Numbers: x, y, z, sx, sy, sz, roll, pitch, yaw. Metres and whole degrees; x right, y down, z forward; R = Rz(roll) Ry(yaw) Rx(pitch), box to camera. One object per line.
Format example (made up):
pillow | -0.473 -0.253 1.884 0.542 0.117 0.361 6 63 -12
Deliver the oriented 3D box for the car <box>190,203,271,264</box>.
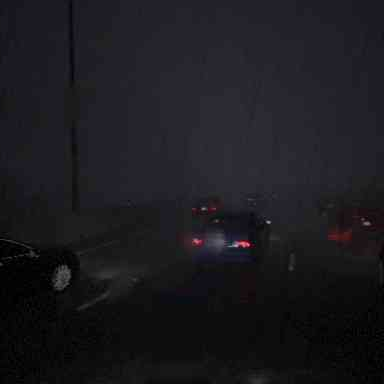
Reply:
car | 1.482 1.313 11.013 2.033 1.411 5.357 -1 1 18

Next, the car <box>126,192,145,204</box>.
car | -7.741 0.797 46.087 1.812 1.442 4.674 -1 1 -2

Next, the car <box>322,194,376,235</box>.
car | 7.586 1.051 15.688 1.882 1.535 5.008 -1 1 15

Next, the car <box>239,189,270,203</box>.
car | 5.823 0.798 31.628 2.128 1.511 4.902 -1 1 7

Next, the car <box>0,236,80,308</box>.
car | -4.123 1.462 5.936 1.837 1.490 4.892 0 1 22

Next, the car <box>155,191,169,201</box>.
car | -4.291 0.695 47.213 1.837 1.490 4.892 -1 1 -3

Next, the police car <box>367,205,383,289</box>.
police car | 4.334 1.249 5.315 1.930 1.638 5.238 -1 1 20

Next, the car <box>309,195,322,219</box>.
car | 9.048 0.933 22.115 1.837 1.490 4.892 -1 1 11

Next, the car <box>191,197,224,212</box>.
car | 1.227 1.074 24.063 2.033 1.411 5.357 -1 1 11

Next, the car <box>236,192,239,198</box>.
car | 9.128 0.264 57.844 1.837 1.490 4.892 -1 1 -9

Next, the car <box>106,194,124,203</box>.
car | -11.352 0.878 49.090 1.895 1.301 4.718 -1 1 -4

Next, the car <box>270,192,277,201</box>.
car | 10.013 0.578 45.368 1.895 1.301 4.718 -1 1 -2
